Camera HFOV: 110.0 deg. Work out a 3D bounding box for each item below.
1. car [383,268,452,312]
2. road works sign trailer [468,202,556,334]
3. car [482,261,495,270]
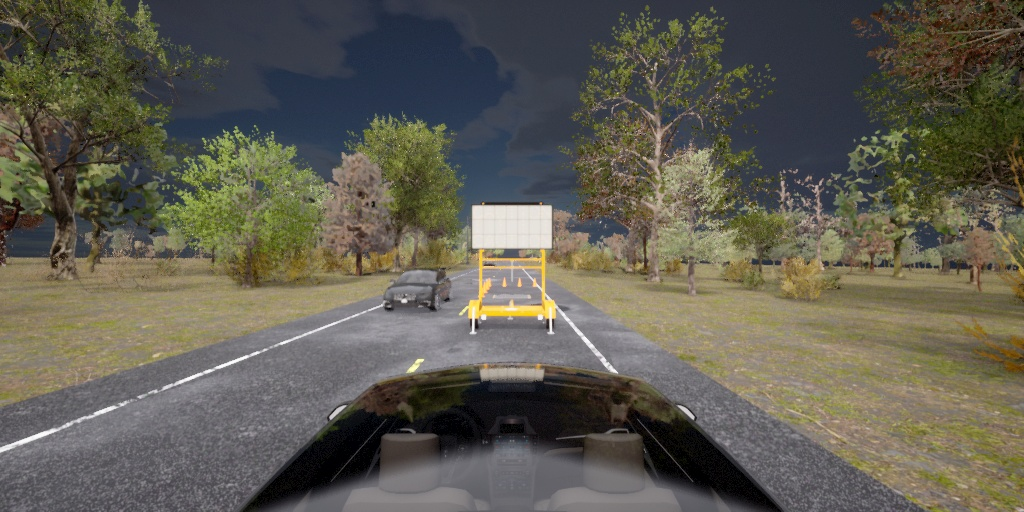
[{"bbox_3d":[-3.602,1.260,14.415,1.837,1.490,4.892,0,0,0],"label":"car"},{"bbox_3d":[0.003,0.217,10.598,2.380,3.560,2.880,0,0,0],"label":"road works sign trailer"},{"bbox_3d":[-3.602,1.427,55.935,1.895,1.301,4.718,0,0,0],"label":"car"}]
